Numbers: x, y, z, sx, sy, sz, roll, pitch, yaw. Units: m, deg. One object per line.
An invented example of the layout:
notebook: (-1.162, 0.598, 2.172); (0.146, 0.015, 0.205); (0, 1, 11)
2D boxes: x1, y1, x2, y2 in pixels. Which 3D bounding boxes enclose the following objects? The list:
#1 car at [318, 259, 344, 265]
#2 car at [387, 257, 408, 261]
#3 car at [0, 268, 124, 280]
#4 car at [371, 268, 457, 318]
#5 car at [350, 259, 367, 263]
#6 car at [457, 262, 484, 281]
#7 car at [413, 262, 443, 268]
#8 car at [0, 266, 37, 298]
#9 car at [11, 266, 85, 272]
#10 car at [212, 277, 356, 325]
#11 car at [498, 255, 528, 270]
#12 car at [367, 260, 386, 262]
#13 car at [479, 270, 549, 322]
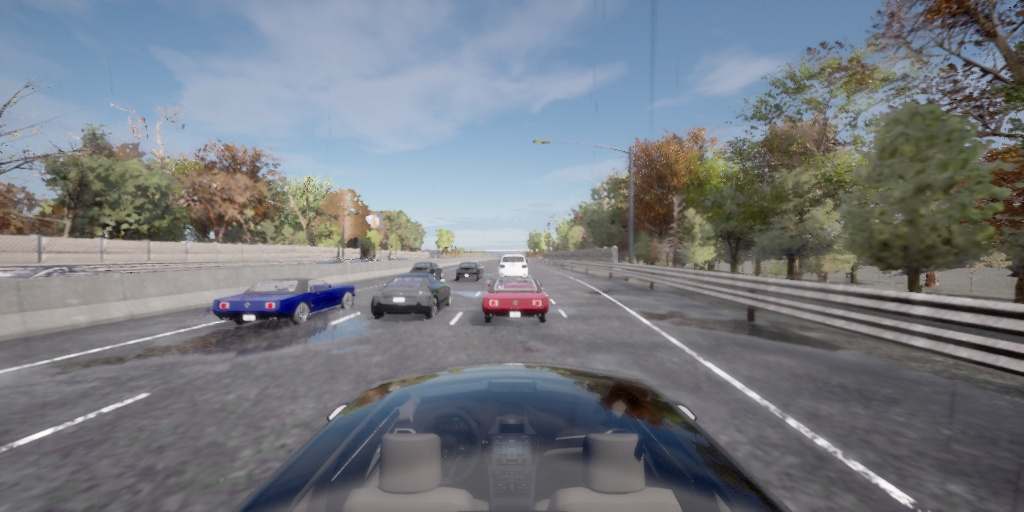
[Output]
car: (-28.024, 1.208, 55.743); (2.033, 1.411, 5.357); (0, 0, 1)
car: (-17.545, 1.012, 56.171); (2.097, 1.767, 4.553); (0, 0, 1)
car: (-17.599, 1.321, 14.666); (1.895, 1.301, 4.718); (0, 0, 0)
car: (-3.399, 1.288, 12.806); (1.994, 1.385, 4.181); (0, 0, 0)
car: (-24.521, 1.206, 57.565); (2.033, 1.411, 5.357); (0, 0, 1)
car: (-3.397, 1.198, 29.255); (1.837, 1.490, 4.892); (0, 0, 0)
car: (-6.897, 1.198, 29.273); (1.837, 1.490, 4.892); (0, 0, 0)
car: (-24.600, 1.244, 15.553); (1.812, 1.442, 4.674); (0, 0, 0)
car: (-21.099, 1.209, 16.149); (2.128, 1.511, 4.902); (0, 0, 0)
car: (-6.899, 1.327, 11.645); (1.895, 1.301, 4.718); (0, 0, 0)
car: (0.102, 0.916, 28.328); (2.150, 2.045, 5.566); (0, 0, 0)
car: (-21.030, 1.259, 57.800); (1.895, 1.301, 4.718); (0, 0, 1)
car: (0.101, 1.326, 12.152); (1.895, 1.301, 4.718); (0, 0, 0)
